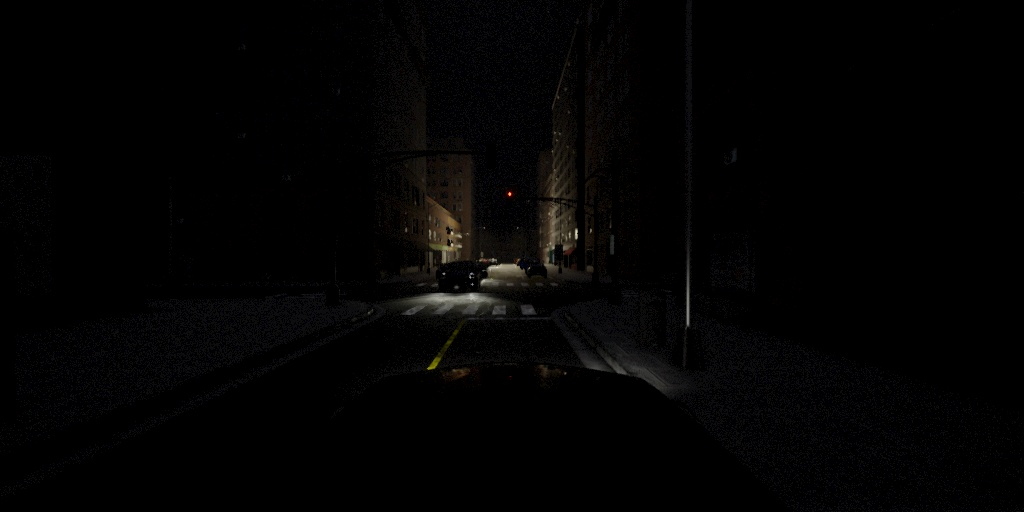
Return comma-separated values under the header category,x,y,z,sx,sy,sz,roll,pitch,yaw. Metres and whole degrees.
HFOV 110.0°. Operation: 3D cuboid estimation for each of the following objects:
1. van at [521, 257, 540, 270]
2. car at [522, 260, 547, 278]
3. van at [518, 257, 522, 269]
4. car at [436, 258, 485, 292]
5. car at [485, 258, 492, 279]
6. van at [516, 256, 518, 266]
category,x,y,z,sx,sy,sz,roll,pitch,yaw
van,2.184,1.076,38.653,1.690,1.789,3.998,0,0,-1
car,2.254,1.288,32.971,2.007,1.370,4.403,0,0,-1
van,2.043,1.068,50.017,1.690,1.789,3.998,0,0,-1
car,-2.992,1.072,21.402,2.097,1.767,4.553,0,0,-1
car,-3.132,1.232,32.818,1.882,1.535,5.008,0,0,-1
van,1.973,1.064,55.699,1.690,1.789,3.998,0,0,-1
